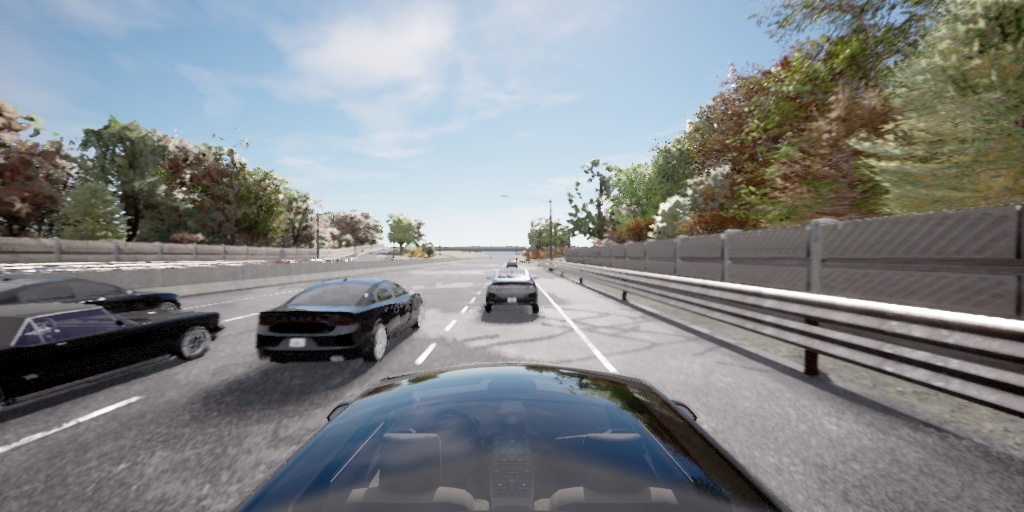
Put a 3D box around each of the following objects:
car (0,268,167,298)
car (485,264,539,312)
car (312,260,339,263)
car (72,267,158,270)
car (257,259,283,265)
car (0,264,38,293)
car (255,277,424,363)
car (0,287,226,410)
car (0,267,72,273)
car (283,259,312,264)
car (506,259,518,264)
[{"bbox_3d":[-10.397,1.216,8.228,1.882,1.535,5.008,0,0,0],"label":"car"},{"bbox_3d":[0.000,1.223,14.020,2.128,1.511,4.902,0,0,0],"label":"car"},{"bbox_3d":[-24.500,1.346,48.522,1.895,1.301,4.718,0,0,0],"label":"car"},{"bbox_3d":[-21.094,1.326,20.310,1.895,1.301,4.718,0,0,0],"label":"car"},{"bbox_3d":[-31.506,1.202,47.264,1.882,1.535,5.008,0,1,0],"label":"car"},{"bbox_3d":[-28.090,1.218,17.982,2.128,1.511,4.902,0,0,0],"label":"car"},{"bbox_3d":[-3.398,1.217,8.158,1.882,1.535,5.008,0,0,0],"label":"car"},{"bbox_3d":[-6.899,1.344,5.296,1.895,1.301,4.718,0,0,0],"label":"car"},{"bbox_3d":[-24.594,1.273,19.017,2.033,1.411,5.357,0,0,0],"label":"car"},{"bbox_3d":[-28.010,1.222,48.537,2.128,1.511,4.902,0,1,0],"label":"car"},{"bbox_3d":[0.001,1.286,60.667,2.033,1.411,5.357,0,0,0],"label":"car"}]
